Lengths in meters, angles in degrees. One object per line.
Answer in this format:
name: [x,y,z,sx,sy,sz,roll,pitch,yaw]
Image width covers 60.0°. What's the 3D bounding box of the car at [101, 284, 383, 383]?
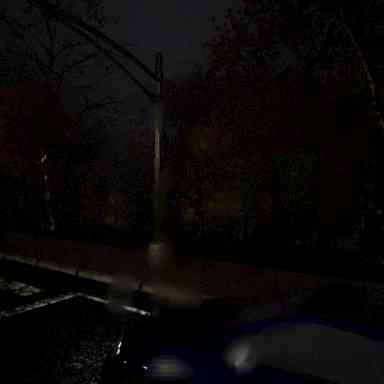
car: [1.146,1.564,2.865,4.181,1.385,1.994,0,0,35]
